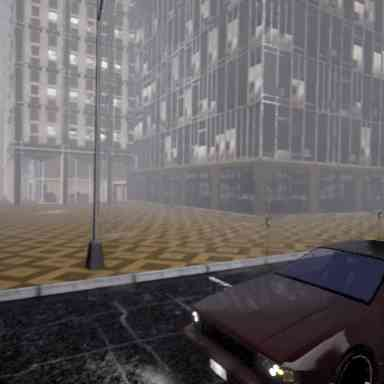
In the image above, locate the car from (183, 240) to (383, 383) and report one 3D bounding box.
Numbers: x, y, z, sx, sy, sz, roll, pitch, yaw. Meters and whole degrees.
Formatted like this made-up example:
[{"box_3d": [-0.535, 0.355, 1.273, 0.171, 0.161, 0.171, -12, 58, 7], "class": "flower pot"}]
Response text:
[{"box_3d": [2.589, 1.473, 4.817, 5.357, 1.411, 2.033, 0, 1, -30], "class": "car"}]
